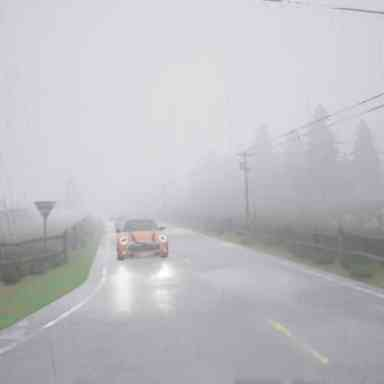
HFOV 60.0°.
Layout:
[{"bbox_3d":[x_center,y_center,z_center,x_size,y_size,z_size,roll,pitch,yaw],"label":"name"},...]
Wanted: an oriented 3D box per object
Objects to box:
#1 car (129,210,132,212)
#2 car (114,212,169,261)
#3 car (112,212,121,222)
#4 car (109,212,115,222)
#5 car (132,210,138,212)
[{"bbox_3d":[-9.851,3.834,55.907,1.837,1.490,4.892,-1,-2,-18],"label":"car"},{"bbox_3d":[-2.405,2.005,15.402,2.097,1.767,4.553,-1,-2,-13],"label":"car"},{"bbox_3d":[-5.993,2.857,30.324,1.994,1.385,4.181,-1,-2,-14],"label":"car"},{"bbox_3d":[-11.320,3.686,50.023,1.812,1.442,4.674,-1,-2,-17],"label":"car"},{"bbox_3d":[-6.962,3.519,46.774,1.895,1.301,4.718,-1,-2,-16],"label":"car"}]
